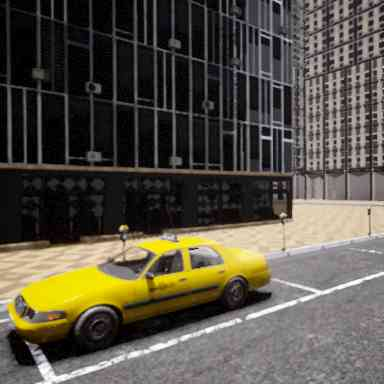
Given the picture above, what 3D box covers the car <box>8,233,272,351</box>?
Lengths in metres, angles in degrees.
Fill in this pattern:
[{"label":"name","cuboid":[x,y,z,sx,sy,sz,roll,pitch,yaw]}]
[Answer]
[{"label":"car","cuboid":[-0.613,1.487,6.131,4.829,1.417,1.752,-1,1,-36]}]
